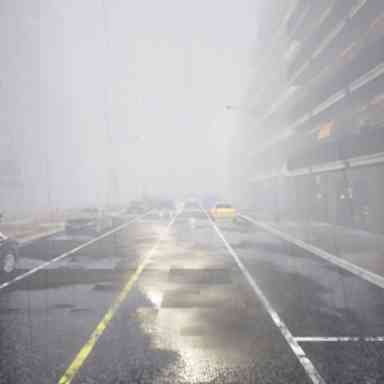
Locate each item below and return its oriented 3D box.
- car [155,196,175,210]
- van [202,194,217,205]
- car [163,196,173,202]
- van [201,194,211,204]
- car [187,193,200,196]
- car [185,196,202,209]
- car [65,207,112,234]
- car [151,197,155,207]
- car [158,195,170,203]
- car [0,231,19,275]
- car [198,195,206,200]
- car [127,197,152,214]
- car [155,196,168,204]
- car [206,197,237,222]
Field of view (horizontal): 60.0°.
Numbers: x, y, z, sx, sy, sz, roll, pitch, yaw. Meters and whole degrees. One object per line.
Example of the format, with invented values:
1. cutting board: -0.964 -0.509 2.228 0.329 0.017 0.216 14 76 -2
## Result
1. car: -3.103 1.533 41.452 1.994 1.385 4.181 0 0 0
2. van: 2.667 1.309 46.324 1.690 1.788 3.998 0 0 0
3. car: -5.728 1.539 79.458 1.947 1.339 4.313 0 0 0
4. van: 2.660 1.311 62.891 1.690 1.788 3.998 0 0 0
5. car: -0.021 1.188 57.630 2.150 2.045 5.566 0 0 0
6. car: -0.007 1.569 44.618 1.895 1.301 4.718 0 0 0
7. car: -5.701 1.533 18.706 2.008 1.369 4.403 0 0 0
8. car: -5.713 1.407 46.321 1.967 1.590 4.097 0 0 0
9. car: -5.723 1.410 68.412 1.967 1.590 4.097 0 0 0
10. car: -5.696 1.542 7.661 2.008 1.369 4.403 0 0 0
11. car: 2.648 1.546 90.507 1.947 1.339 4.313 0 0 0
12. car: -5.708 1.536 35.275 1.947 1.339 4.313 0 0 0
13. car: -5.721 1.519 62.889 2.008 1.369 4.403 0 0 0
14. car: 2.339 1.435 25.798 1.801 1.575 5.366 0 0 0
